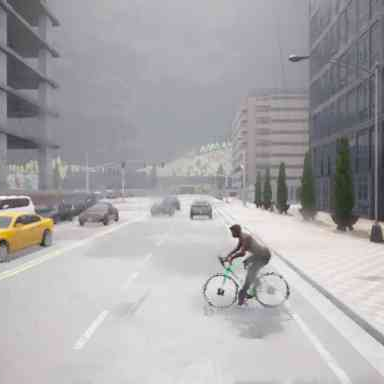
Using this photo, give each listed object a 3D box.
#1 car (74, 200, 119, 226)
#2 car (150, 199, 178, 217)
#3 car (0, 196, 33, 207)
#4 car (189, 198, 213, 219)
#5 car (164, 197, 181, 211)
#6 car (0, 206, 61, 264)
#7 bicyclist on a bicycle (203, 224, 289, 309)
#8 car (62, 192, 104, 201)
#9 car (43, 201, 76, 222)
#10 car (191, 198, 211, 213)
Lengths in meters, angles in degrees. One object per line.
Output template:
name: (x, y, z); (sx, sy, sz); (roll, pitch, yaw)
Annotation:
car: (-6.522, 1.522, 23.810); (1.812, 1.442, 4.674); (0, 0, 2)
car: (-2.693, 1.595, 31.629); (1.895, 1.301, 4.718); (0, 0, 2)
car: (-10.201, 1.222, 17.168); (2.150, 2.045, 5.566); (0, 0, 2)
car: (0.791, 1.487, 29.097); (2.128, 1.511, 4.902); (0, 0, 1)
car: (-2.528, 1.345, 40.613); (2.097, 1.767, 4.553); (0, 0, 1)
car: (-6.829, 1.476, 12.073); (1.882, 1.535, 5.008); (0, 0, 2)
bicyclist on a bicycle: (1.017, 1.433, 6.347); (1.656, 1.620, 0.582); (-2, 0, 1)
car: (-9.868, 1.216, 29.196); (2.150, 2.045, 5.566); (0, 0, 2)
car: (-9.946, 1.560, 23.620); (1.994, 1.385, 4.181); (0, 0, 1)
car: (1.022, 1.485, 38.505); (2.128, 1.511, 4.902); (0, 0, 1)
